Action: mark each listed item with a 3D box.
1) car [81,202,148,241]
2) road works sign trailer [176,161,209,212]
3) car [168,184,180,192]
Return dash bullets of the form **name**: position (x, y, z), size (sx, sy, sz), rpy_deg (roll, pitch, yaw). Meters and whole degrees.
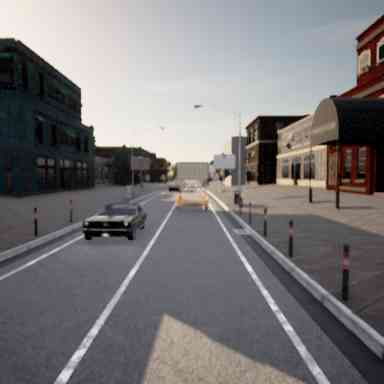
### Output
- **car**: position (-3.076, 1.143, 14.093), size (1.895, 1.301, 4.718), rpy_deg (0, 3, 0)
- **road works sign trailer**: position (0.048, -0.481, 24.610), size (2.380, 3.560, 2.880), rpy_deg (0, 3, 0)
- **car**: position (-2.950, -0.610, 55.749), size (1.895, 1.301, 4.718), rpy_deg (0, 2, 0)
